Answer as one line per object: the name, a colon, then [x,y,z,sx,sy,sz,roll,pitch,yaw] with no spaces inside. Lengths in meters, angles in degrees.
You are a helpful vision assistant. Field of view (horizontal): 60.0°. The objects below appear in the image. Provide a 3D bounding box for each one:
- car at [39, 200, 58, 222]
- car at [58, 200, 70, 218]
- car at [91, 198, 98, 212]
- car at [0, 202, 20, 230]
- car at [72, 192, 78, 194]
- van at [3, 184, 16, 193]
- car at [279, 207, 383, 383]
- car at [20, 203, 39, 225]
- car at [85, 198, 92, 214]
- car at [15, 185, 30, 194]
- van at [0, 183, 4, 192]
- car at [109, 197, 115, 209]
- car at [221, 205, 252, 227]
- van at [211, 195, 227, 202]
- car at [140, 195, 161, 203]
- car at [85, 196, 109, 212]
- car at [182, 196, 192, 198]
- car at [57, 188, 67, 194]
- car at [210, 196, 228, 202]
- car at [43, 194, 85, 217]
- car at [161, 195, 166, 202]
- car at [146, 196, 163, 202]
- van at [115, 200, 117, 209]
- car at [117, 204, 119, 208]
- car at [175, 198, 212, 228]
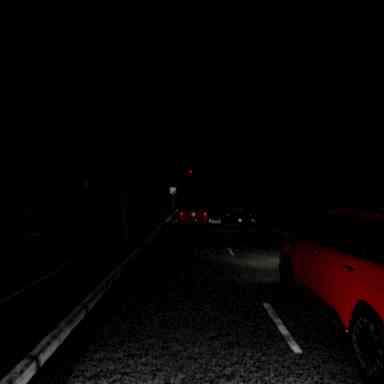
car: [-13.808,1.666,27.033,4.892,1.521,2.231,-1,-1,-20]
car: [-13.824,1.724,30.017,4.792,1.488,2.163,-1,0,-20]
car: [-13.776,1.830,39.037,4.674,1.452,2.002,-1,0,-20]
car: [-13.775,1.483,21.039,4.553,1.767,2.185,-1,0,-20]
car: [-28.180,0.789,79.766,2.002,1.452,4.674,6,-3,-19]
van: [-43.158,-0.837,79.829,1.878,1.987,4.442,7,-3,-19]
car: [3.100,1.241,5.428,2.150,2.045,5.566,0,0,0]
car: [-13.836,1.511,24.025,4.553,1.767,2.185,-1,-1,-20]
car: [-13.964,1.757,35.971,5.366,1.575,1.946,-1,0,-20]
car: [-40.213,-0.338,79.885,2.231,1.521,4.892,6,-3,-19]
van: [-46.174,-1.110,79.859,1.878,1.987,4.442,7,-3,-19]
car: [-13.724,1.603,45.073,5.566,2.045,2.435,-1,-1,-20]
car: [3.099,1.666,23.763,1.812,1.442,4.674,0,-1,0]
van: [7.265,1.799,91.493,4.442,1.987,1.878,1,0,-14]
car: [-11.462,2.092,88.891,4.792,1.488,2.163,-1,0,-15]
car: [-13.796,1.571,42.037,5.566,2.045,2.435,-1,0,-20]
car: [0.125,1.658,39.842,2.097,1.767,4.553,0,-1,0]
car: [-31.175,0.227,79.831,2.435,2.045,5.566,6,-3,-19]
car: [7.648,1.925,94.462,4.553,1.767,2.185,1,-1,-14]
car: [-13.824,1.475,33.023,5.566,2.045,2.435,-1,0,-20]
car: [-10.818,2.076,91.883,5.366,1.575,1.946,-1,-1,-15]
car: [-10.725,1.984,94.836,4.553,1.767,2.185,-1,-1,-14]
van: [-13.609,1.661,48.109,4.442,1.987,1.878,-1,-1,-19]
car: [-13.635,1.794,51.085,4.553,1.767,2.185,-1,0,-19]
car: [0.098,1.493,23.694,2.097,1.767,4.553,0,0,0]
